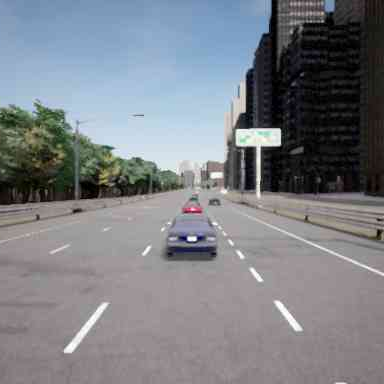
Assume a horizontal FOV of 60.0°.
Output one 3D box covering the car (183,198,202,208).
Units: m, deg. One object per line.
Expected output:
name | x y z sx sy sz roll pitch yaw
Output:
car | 0.069 1.595 33.316 1.994 1.385 4.181 0 0 0

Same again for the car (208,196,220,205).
car | 3.867 1.495 57.651 1.837 1.490 4.892 0 0 1

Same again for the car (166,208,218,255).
car | 0.000 1.570 13.293 2.033 1.411 5.357 0 0 0

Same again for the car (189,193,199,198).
car | 0.383 1.453 67.842 1.837 1.490 4.892 0 0 1
